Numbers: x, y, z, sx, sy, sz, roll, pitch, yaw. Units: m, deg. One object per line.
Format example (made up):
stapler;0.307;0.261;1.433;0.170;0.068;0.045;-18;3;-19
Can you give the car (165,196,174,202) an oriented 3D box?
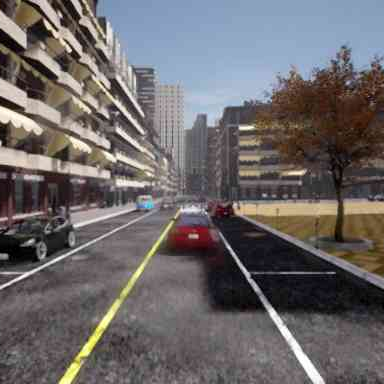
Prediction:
car;-5.692;1.664;83.285;2.008;1.369;4.403;-1;0;0

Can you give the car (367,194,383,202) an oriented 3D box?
car;32.470;1.113;57.239;4.403;1.369;2.008;-1;1;-1

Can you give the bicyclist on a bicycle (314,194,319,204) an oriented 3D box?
bicyclist on a bicycle;20.248;1.076;54.129;0.582;1.620;1.656;-1;0;-1

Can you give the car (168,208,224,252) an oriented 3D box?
car;0.070;1.572;13.996;1.994;1.385;4.181;0;0;0

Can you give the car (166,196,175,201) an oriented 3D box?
car;-5.692;1.692;88.812;1.947;1.339;4.313;-1;0;0

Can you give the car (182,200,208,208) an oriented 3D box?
car;0.063;1.624;27.605;1.895;1.301;4.718;0;0;0

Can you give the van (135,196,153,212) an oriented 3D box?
van;-5.697;1.380;39.810;1.690;1.788;3.998;0;0;0

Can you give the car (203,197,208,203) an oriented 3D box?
car;2.685;1.583;39.808;1.887;1.381;4.507;0;0;0

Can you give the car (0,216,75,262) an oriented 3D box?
car;-5.696;1.574;12.176;1.947;1.339;4.313;0;0;0

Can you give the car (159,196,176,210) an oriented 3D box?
car;-3.065;1.535;42.366;2.128;1.511;4.902;0;0;0

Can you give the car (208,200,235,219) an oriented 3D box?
car;2.685;1.569;28.756;1.887;1.381;4.507;0;0;0

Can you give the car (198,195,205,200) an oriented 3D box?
car;2.687;1.565;88.807;1.967;1.590;4.097;-1;0;0
